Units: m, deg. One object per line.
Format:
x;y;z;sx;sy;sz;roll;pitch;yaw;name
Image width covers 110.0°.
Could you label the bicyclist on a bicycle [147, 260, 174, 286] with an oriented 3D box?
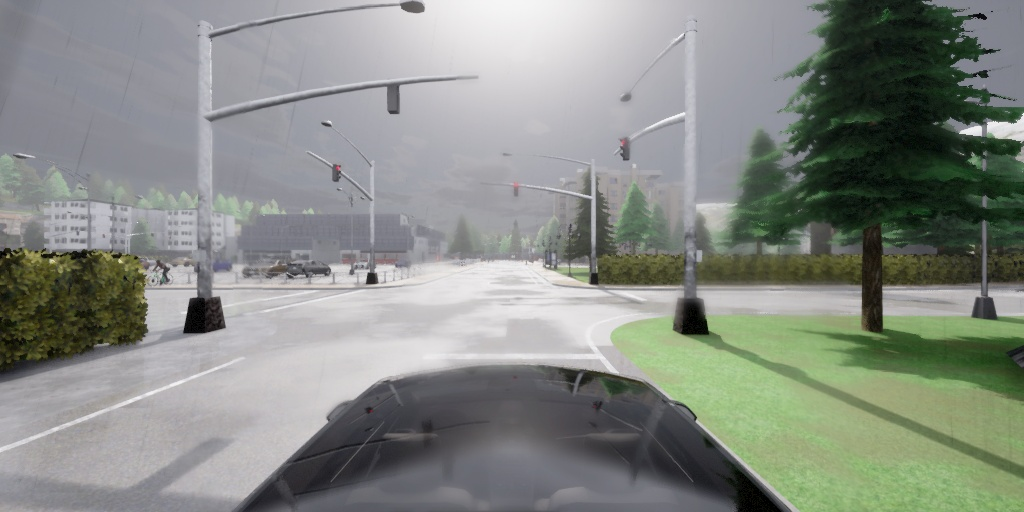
-21.761;1.050;22.213;0.582;1.620;1.656;0;0;1;bicyclist on a bicycle
